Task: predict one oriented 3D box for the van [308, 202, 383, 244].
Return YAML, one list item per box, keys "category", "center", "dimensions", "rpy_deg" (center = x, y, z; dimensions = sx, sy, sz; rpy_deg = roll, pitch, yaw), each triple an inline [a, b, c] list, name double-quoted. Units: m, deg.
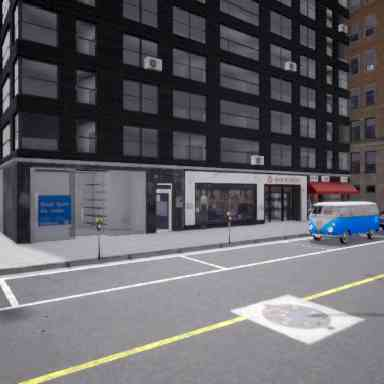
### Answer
- category: "van"
  center: [7.074, 1.342, 15.444]
  dimensions: [3.998, 1.788, 1.690]
  rpy_deg: [0, 0, -36]
